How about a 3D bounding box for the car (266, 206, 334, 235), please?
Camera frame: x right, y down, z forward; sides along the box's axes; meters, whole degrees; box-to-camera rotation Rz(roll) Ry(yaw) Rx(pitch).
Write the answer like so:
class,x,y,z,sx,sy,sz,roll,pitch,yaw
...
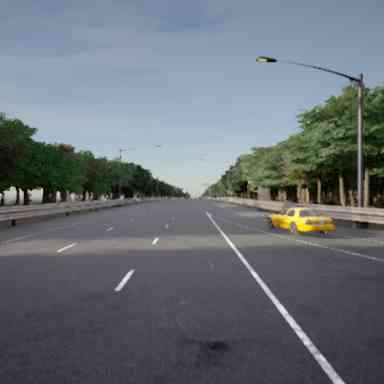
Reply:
class,x,y,z,sx,sy,sz,roll,pitch,yaw
car,6.198,1.595,19.845,1.801,1.575,5.366,0,0,-13
